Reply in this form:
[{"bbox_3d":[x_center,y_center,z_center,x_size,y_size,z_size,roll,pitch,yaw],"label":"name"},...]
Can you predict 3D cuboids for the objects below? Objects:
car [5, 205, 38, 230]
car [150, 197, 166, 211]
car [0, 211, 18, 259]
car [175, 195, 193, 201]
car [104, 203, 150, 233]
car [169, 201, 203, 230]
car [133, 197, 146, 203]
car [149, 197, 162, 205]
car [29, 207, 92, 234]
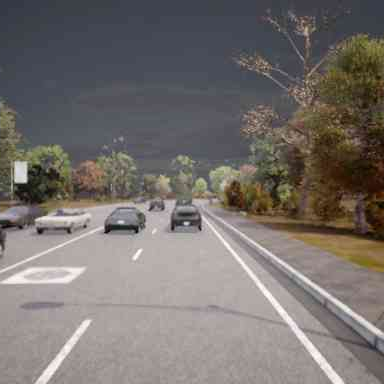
[{"bbox_3d":[-11.001,1.582,21.644,2.033,1.411,5.357,0,0,-2],"label":"car"},{"bbox_3d":[-4.503,1.643,43.796,1.837,1.490,4.892,0,-1,-1],"label":"car"},{"bbox_3d":[-7.188,1.512,9.383,1.837,1.490,4.892,0,0,-1],"label":"car"},{"bbox_3d":[-1.008,1.356,43.910,2.150,2.045,5.566,0,0,-1],"label":"car"},{"bbox_3d":[-3.849,1.582,19.756,1.994,1.385,4.181,0,0,-2],"label":"car"},{"bbox_3d":[-0.382,1.521,20.983,1.837,1.490,4.892,0,0,-2],"label":"car"},{"bbox_3d":[-10.913,1.808,69.343,1.837,1.490,4.892,0,0,5],"label":"car"},{"bbox_3d":[-7.436,1.827,68.946,1.812,1.442,4.674,0,0,5],"label":"car"},{"bbox_3d":[-7.437,1.624,19.596,1.895,1.301,4.718,0,0,-2],"label":"car"}]
